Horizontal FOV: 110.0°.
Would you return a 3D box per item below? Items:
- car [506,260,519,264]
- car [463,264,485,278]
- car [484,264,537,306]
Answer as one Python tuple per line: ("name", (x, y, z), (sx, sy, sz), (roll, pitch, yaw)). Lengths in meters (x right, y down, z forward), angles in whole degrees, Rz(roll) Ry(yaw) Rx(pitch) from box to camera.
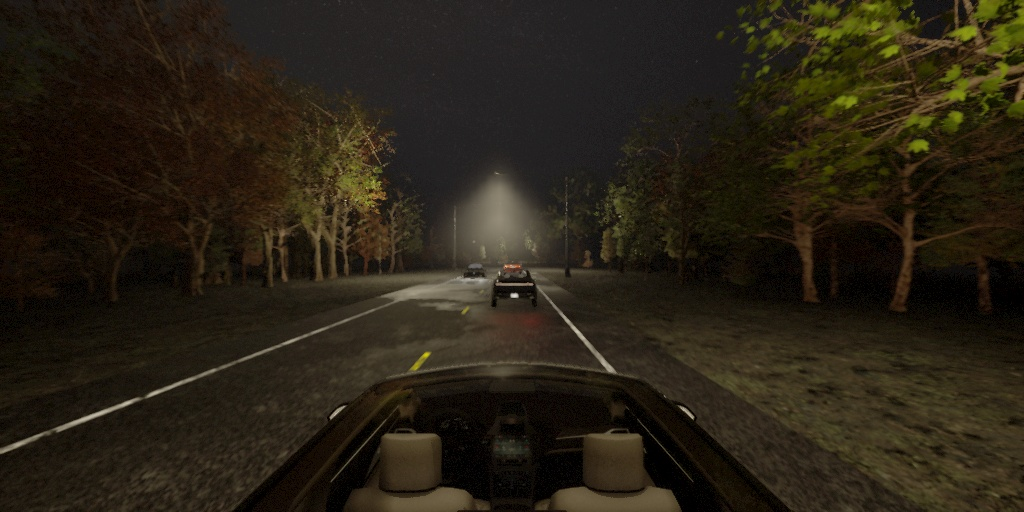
("car", (0.088, 1.284, 41.833), (2.097, 1.767, 4.553), (0, 0, 0))
("car", (-3.591, 1.468, 35.440), (1.994, 1.385, 4.181), (0, 0, 0))
("car", (0.094, 1.308, 16.108), (2.128, 1.511, 4.902), (0, 0, 0))
